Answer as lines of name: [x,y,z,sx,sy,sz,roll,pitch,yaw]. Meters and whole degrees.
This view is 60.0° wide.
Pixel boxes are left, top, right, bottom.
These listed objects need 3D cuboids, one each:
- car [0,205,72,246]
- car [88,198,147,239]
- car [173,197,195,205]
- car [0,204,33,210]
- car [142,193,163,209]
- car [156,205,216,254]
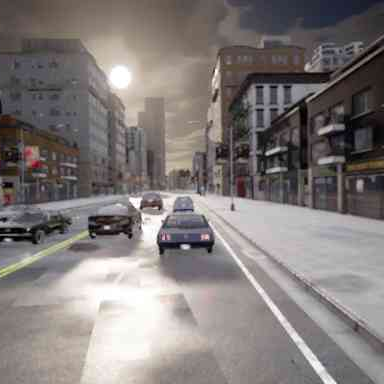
car: [-6.984,1.474,14.733,1.895,1.301,4.718,-1,1,-2]
car: [-3.578,1.279,16.212,1.882,1.535,5.008,-1,1,-2]
car: [-0.718,1.106,29.423,2.033,1.411,5.357,-1,1,-1]
car: [-10.385,1.405,20.021,1.994,1.385,4.181,-1,1,-2]
car: [-4.097,0.885,34.260,2.097,1.767,4.553,-1,1,-2]
car: [-0.244,1.410,12.600,1.895,1.301,4.718,-1,1,-1]
